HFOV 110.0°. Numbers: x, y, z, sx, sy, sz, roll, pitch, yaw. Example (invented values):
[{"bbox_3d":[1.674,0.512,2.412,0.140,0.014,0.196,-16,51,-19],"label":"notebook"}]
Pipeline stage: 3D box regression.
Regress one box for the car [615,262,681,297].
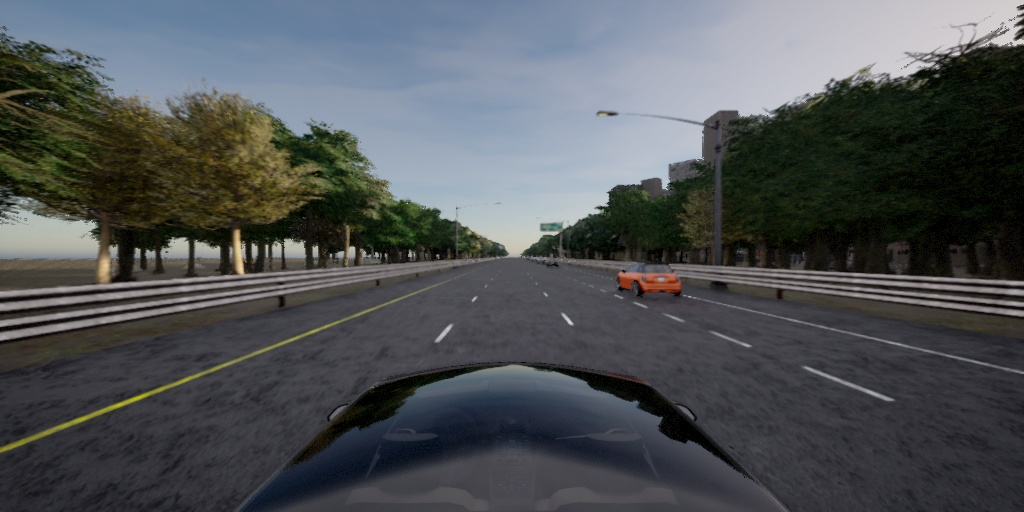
[{"bbox_3d":[7.011,1.114,18.974,2.097,1.767,4.553,0,0,0],"label":"car"}]
